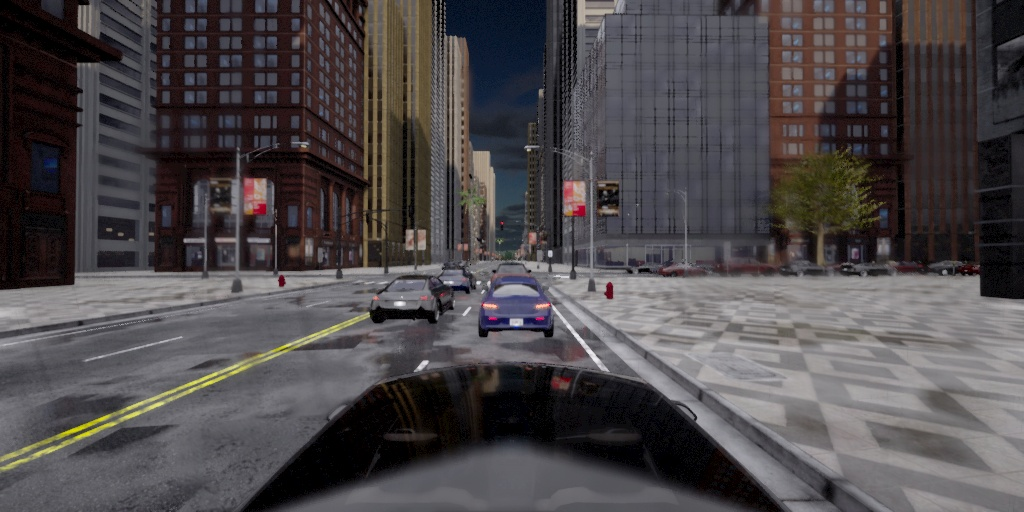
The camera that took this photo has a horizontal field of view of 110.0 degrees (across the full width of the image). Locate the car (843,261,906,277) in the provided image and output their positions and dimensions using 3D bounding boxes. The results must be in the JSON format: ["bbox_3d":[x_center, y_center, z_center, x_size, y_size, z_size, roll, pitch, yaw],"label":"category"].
[{"bbox_3d":[32.208,1.246,32.425,4.313,1.339,1.948,0,0,-1],"label":"car"}]

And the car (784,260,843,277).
[{"bbox_3d":[26.571,1.262,32.333,4.313,1.339,1.948,0,0,-1],"label":"car"}]

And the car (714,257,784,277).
[{"bbox_3d":[20.934,1.027,32.242,5.009,1.841,2.192,0,0,-1],"label":"car"}]

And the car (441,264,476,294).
[{"bbox_3d":[-3.164,1.345,20.504,1.994,1.385,4.181,0,0,0],"label":"car"}]

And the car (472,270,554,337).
[{"bbox_3d":[0.099,1.280,10.124,1.812,1.442,4.674,0,0,0],"label":"car"}]

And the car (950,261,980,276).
[{"bbox_3d":[43.484,1.200,32.608,4.507,1.381,1.888,0,0,-1],"label":"car"}]

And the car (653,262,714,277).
[{"bbox_3d":[15.295,1.314,32.151,4.207,1.307,1.802,0,0,-1],"label":"car"}]

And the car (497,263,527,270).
[{"bbox_3d":[-0.012,1.128,19.110,2.097,1.767,4.553,0,0,0],"label":"car"}]

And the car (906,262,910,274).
[{"bbox_3d":[41.478,1.325,38.306,4.718,1.301,1.895,0,-1,0],"label":"car"}]

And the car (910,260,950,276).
[{"bbox_3d":[42.776,1.191,35.222,4.892,1.490,1.837,0,-1,-1],"label":"car"}]

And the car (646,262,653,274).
[{"bbox_3d":[17.179,1.317,37.958,4.674,1.442,1.812,0,-1,-1],"label":"car"}]

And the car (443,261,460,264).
[{"bbox_3d":[-9.874,1.546,56.651,1.994,1.385,4.181,0,0,0],"label":"car"}]

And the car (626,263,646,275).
[{"bbox_3d":[15.159,1.395,40.674,4.313,1.339,1.948,0,0,-1],"label":"car"}]

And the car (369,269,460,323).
[{"bbox_3d":[-3.158,1.322,12.116,1.994,1.385,4.181,0,0,0],"label":"car"}]
